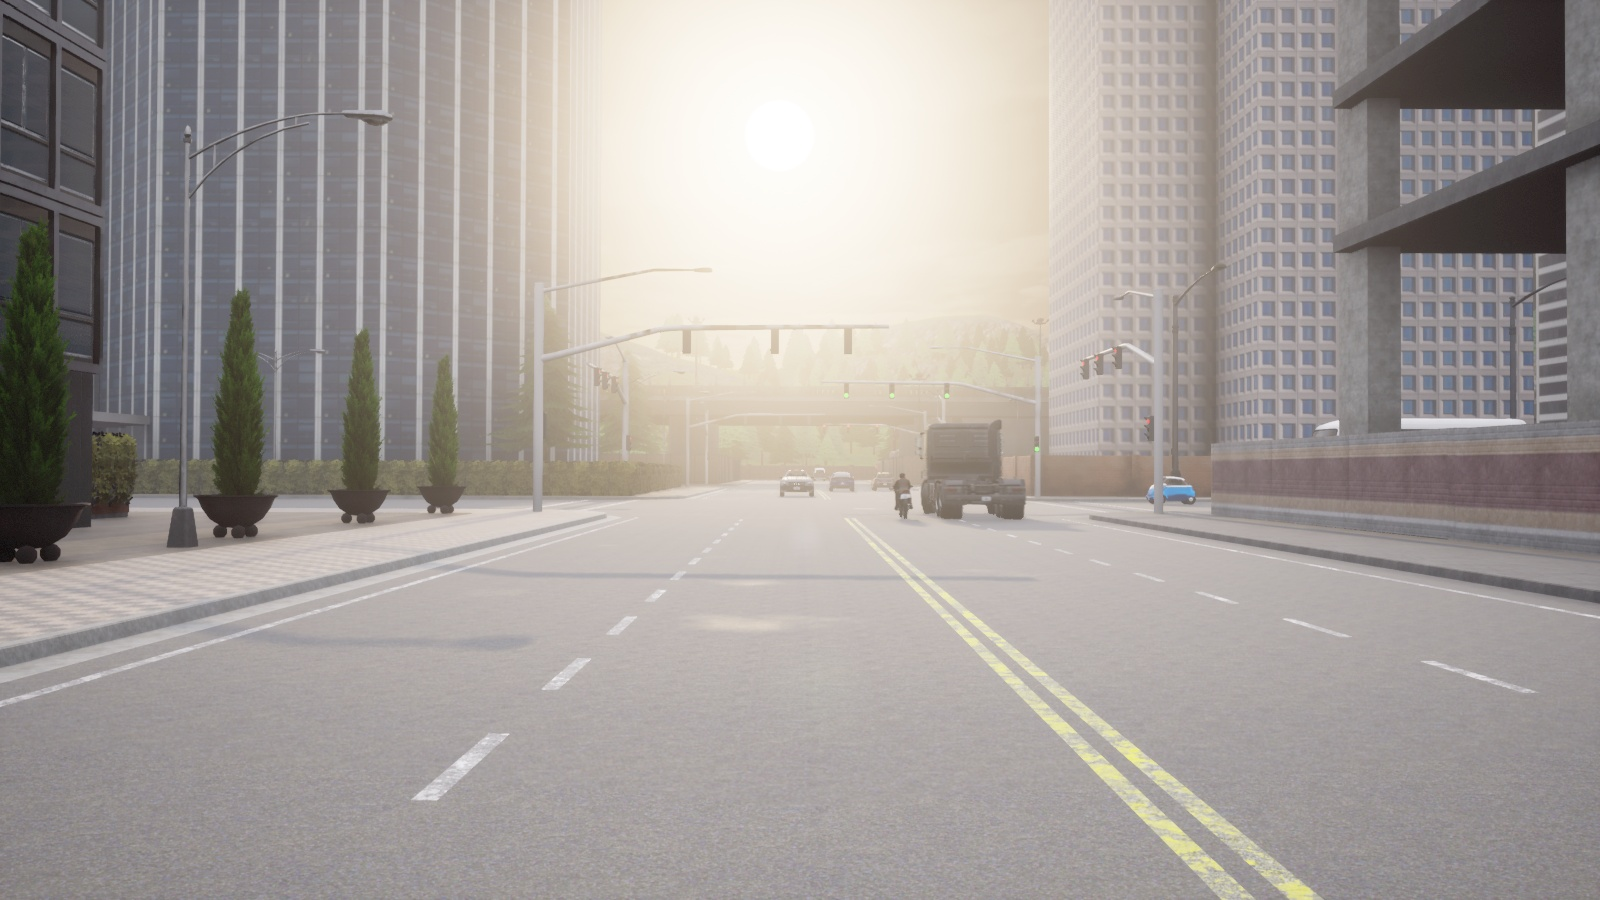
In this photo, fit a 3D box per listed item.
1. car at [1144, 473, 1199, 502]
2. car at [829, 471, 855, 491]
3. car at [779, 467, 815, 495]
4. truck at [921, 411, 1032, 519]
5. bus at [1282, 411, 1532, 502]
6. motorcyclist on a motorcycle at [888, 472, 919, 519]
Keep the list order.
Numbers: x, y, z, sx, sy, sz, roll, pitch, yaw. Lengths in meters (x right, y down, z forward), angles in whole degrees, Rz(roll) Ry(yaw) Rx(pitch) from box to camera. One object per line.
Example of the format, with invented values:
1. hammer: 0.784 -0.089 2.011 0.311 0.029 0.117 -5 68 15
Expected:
1. car: 18.165 1.826 61.453 2.207 1.376 1.481 0 -1 0
2. car: 3.270 2.425 98.267 1.882 1.535 5.008 0 -1 0
3. car: -0.183 1.908 78.435 2.152 1.651 5.027 0 -1 0
4. truck: 6.060 0.552 44.404 2.891 3.462 7.936 -1 -1 1
5. bus: 29.482 0.349 61.421 10.273 4.253 3.944 0 -1 0
6. motorcyclist on a motorcycle: 3.378 1.474 41.214 0.797 1.523 2.044 -1 -1 -1
